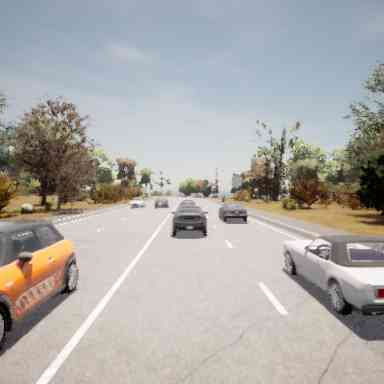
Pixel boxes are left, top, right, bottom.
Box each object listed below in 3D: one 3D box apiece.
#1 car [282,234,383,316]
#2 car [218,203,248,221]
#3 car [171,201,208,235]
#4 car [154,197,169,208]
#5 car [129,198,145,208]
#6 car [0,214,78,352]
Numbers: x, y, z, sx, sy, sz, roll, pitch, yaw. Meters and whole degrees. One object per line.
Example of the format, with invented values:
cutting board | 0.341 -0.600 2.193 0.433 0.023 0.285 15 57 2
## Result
car | 3.527 1.599 7.460 1.895 1.301 4.718 0 0 -1
car | 3.234 1.549 26.773 2.033 1.411 5.357 0 0 -1
car | -0.140 1.508 18.849 1.837 1.490 4.892 0 0 -1
car | -4.286 1.503 47.257 2.128 1.511 4.902 0 0 -1
car | -7.792 1.541 47.629 1.812 1.442 4.674 0 0 -1
car | -3.651 1.356 5.764 2.097 1.767 4.553 0 0 -1
